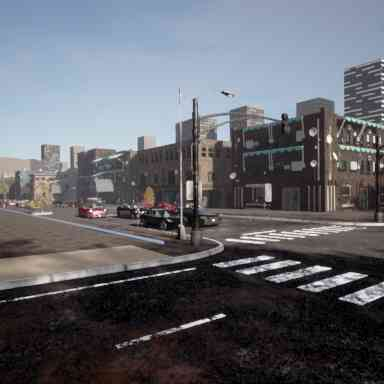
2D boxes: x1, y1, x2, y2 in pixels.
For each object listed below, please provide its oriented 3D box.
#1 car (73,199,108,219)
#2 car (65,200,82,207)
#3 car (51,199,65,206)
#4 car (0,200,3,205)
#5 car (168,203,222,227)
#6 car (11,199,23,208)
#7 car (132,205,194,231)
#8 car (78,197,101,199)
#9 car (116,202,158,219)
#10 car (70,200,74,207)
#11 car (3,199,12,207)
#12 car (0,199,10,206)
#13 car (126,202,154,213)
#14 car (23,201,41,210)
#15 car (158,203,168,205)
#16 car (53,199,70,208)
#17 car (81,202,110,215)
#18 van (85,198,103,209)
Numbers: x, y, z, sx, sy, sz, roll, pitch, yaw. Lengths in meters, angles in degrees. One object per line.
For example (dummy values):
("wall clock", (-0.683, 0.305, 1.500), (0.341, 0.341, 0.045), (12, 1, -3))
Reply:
("car", (-10.256, 1.846, 34.136), (1.967, 1.590, 4.097), (-2, 0, -37))
("car", (-23.419, 2.227, 65.759), (1.887, 1.381, 4.507), (-1, 0, -37))
("car", (-30.045, 2.364, 74.628), (1.947, 1.339, 4.313), (-1, 0, -37))
("car", (-43.383, 2.547, 78.478), (2.008, 1.369, 4.403), (-1, 0, -37))
("car", (0.262, 1.783, 24.384), (1.994, 1.385, 4.181), (-1, 0, -38))
("car", (-33.445, 2.376, 65.176), (2.008, 1.369, 4.403), (-1, 0, -37))
("car", (-2.045, 1.815, 22.948), (1.947, 1.339, 4.313), (-2, 0, -37))
("car", (-16.143, 1.894, 51.645), (2.097, 1.767, 4.553), (-1, 0, -35))
("car", (-5.718, 1.825, 32.412), (2.128, 1.511, 4.902), (-1, 0, -37))
("car", (-20.112, 1.940, 61.324), (2.192, 1.841, 5.009), (-1, 0, -37))
("car", (-40.073, 2.380, 74.043), (1.967, 1.590, 4.097), (-1, 0, -37))
("car", (-46.696, 2.597, 82.912), (1.887, 1.381, 4.507), (-1, 0, -37))
("car", (-6.853, 1.966, 43.588), (1.802, 1.307, 4.206), (-2, 0, -37))
("car", (-26.717, 2.233, 56.171), (1.752, 1.417, 4.829), (-1, 0, -37))
("car", (-3.541, 1.904, 39.155), (1.802, 1.307, 4.206), (-2, 0, -37))
("car", (-24.929, 2.204, 63.455), (1.837, 1.490, 4.892), (-1, 0, -36))
("car", (-11.839, 1.975, 40.619), (1.812, 1.442, 4.674), (-1, 0, -36))
("van", (-16.798, 1.907, 56.890), (1.690, 1.788, 3.998), (-1, 0, -37))
